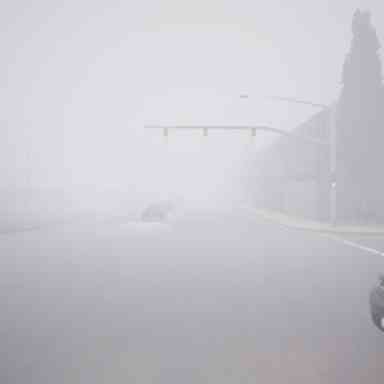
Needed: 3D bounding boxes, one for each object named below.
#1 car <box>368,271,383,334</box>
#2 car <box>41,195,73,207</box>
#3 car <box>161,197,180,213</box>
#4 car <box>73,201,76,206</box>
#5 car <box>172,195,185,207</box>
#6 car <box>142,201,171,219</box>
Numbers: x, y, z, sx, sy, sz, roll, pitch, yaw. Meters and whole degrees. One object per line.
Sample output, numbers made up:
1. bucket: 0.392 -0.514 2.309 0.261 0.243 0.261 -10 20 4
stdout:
1. car: 5.038 1.536 4.470 4.892 1.490 1.837 0 -1 -1
2. car: -20.950 1.405 51.045 3.866 1.878 1.905 0 0 0
3. car: -3.074 1.686 40.540 2.128 1.511 4.902 0 0 2
4. car: -20.912 1.658 53.939 3.806 1.475 1.970 0 0 0
5. car: -2.460 1.495 56.868 2.150 2.045 5.566 0 -1 3
6. car: -3.387 1.748 30.677 1.895 1.301 4.718 0 0 2
